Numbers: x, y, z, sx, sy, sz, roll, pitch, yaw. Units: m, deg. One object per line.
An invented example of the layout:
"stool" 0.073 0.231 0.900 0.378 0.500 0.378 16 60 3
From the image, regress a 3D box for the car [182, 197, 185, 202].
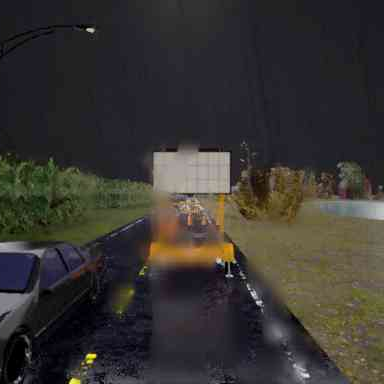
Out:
"car" -2.774 1.798 81.738 1.895 1.301 4.718 0 0 0

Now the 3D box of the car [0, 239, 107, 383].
"car" -2.853 1.550 5.427 2.033 1.411 5.357 0 0 0

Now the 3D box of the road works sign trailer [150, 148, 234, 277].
"road works sign trailer" -0.004 0.471 10.234 2.380 3.560 2.880 0 0 0

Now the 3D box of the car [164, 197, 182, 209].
"car" -2.864 1.617 47.099 2.033 1.411 5.357 0 0 0
